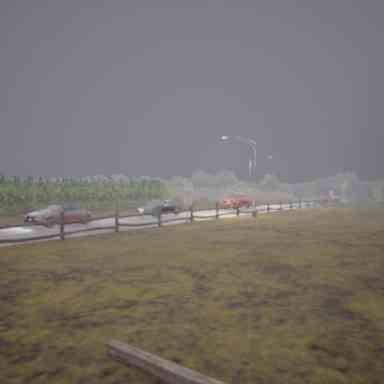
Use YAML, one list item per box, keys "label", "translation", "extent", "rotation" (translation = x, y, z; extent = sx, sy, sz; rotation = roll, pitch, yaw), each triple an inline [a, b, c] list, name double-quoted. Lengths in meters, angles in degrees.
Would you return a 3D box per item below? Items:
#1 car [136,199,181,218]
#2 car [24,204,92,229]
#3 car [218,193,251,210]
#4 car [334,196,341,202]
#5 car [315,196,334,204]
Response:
- label: "car"
  translation: [-2.926, 1.433, 30.002]
  extent: [2.128, 1.511, 4.902]
  rotation: [2, 1, 35]
- label: "car"
  translation: [-8.712, 1.517, 21.889]
  extent: [1.994, 1.385, 4.181]
  rotation: [2, 1, 36]
- label: "car"
  translation: [5.361, 1.151, 41.618]
  extent: [2.150, 2.045, 5.566]
  rotation: [2, 1, 36]
- label: "car"
  translation: [31.320, 1.597, 73.245]
  extent: [1.882, 1.535, 5.008]
  rotation: [2, 1, 35]
- label: "car"
  translation: [25.322, 1.559, 64.710]
  extent: [2.128, 1.511, 4.902]
  rotation: [2, 1, 35]
